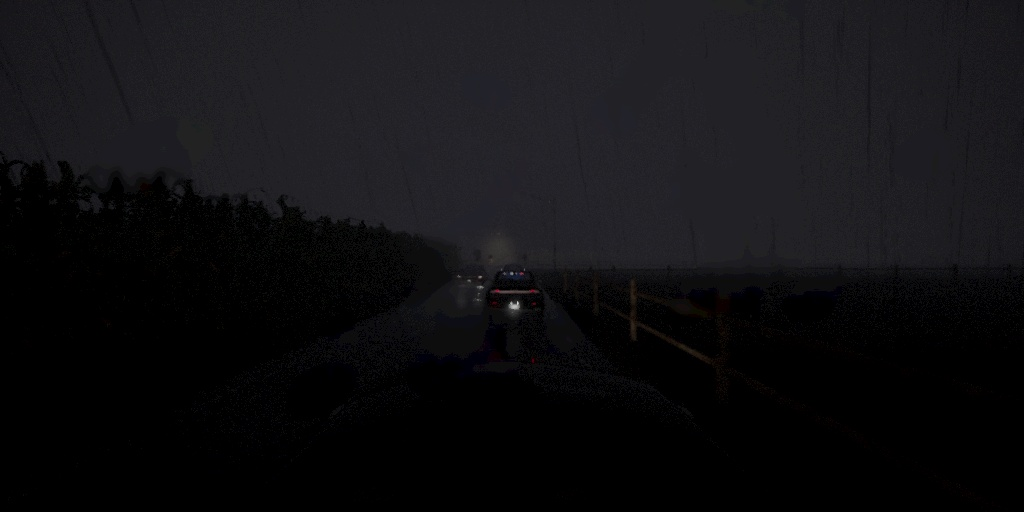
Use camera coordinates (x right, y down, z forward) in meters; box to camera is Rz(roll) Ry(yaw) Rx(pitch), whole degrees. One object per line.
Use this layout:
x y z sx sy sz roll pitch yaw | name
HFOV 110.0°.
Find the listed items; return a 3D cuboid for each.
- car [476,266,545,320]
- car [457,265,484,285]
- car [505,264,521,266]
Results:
0.090 1.265 12.811 2.128 1.511 4.902 0 0 0 | car
-2.850 1.348 27.083 2.033 1.411 5.357 0 0 0 | car
0.097 1.351 28.886 2.033 1.411 5.357 0 0 0 | car
